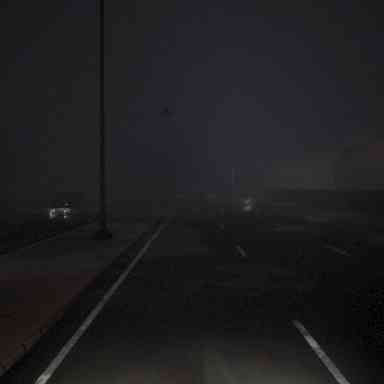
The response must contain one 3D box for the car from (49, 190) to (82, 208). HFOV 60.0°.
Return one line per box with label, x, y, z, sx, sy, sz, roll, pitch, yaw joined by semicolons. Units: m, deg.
car;-14.860;0.863;39.547;2.150;2.045;5.566;0;2;0
